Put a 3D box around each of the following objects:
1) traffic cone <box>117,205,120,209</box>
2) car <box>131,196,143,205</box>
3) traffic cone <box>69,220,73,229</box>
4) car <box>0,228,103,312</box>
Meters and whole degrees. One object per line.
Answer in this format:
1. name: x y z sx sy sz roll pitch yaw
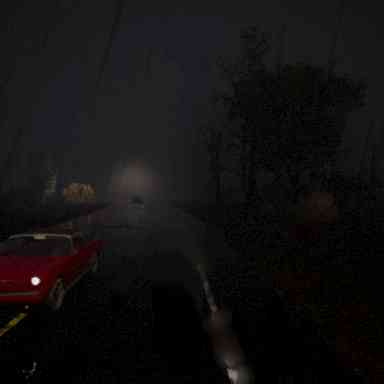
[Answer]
1. traffic cone: -9.985 1.954 44.062 0.340 0.580 0.340 -1 0 -9
2. car: -10.134 1.546 61.185 1.812 1.442 4.674 -1 0 -12
3. traffic cone: -7.101 1.942 19.445 0.340 0.580 0.340 0 0 -5
4. car: -3.490 1.592 7.747 1.895 1.301 4.718 0 0 -3
